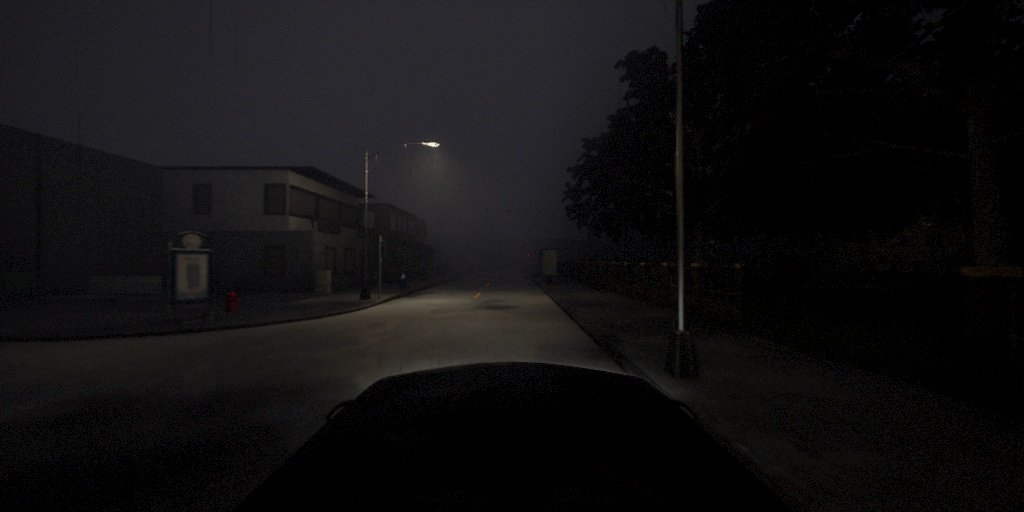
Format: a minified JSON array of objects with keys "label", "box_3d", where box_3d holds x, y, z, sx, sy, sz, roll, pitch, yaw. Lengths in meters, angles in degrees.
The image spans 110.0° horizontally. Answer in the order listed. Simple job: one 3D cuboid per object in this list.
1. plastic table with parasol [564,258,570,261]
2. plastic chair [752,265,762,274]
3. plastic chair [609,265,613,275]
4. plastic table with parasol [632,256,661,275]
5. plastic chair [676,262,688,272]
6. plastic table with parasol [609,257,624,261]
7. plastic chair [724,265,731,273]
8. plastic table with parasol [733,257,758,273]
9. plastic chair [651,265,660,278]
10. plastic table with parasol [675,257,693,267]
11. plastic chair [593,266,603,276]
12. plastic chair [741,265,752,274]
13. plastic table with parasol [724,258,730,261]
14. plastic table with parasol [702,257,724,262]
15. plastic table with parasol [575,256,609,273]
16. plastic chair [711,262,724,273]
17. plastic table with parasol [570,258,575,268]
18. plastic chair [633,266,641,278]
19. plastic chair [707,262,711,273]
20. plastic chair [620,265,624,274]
[{"label":"plastic table with parasol","box_3d":[9.671,1.492,58.242,2.482,2.480,2.482,0,0,-40]},{"label":"plastic chair","box_3d":[34.265,1.986,49.907,0.750,1.272,0.730,0,0,-40]},{"label":"plastic chair","box_3d":[13.707,1.940,49.160,0.730,1.272,0.750,0,0,-35]},{"label":"plastic table with parasol","box_3d":[15.283,1.232,41.835,2.482,2.480,2.482,0,0,-40]},{"label":"plastic chair","box_3d":[27.237,2.013,57.344,0.730,1.272,0.750,0,0,-32]},{"label":"plastic table with parasol","box_3d":[14.659,1.320,50.048,2.482,2.480,2.482,0,0,-42]},{"label":"plastic chair","box_3d":[33.034,2.061,55.677,0.750,1.272,0.730,0,0,-40]},{"label":"plastic table with parasol","box_3d":[33.532,1.396,50.906,2.482,2.480,2.482,0,0,-40]},{"label":"plastic chair","box_3d":[16.016,1.821,40.836,0.750,1.272,0.730,0,0,-40]},{"label":"plastic table with parasol","box_3d":[28.250,1.390,58.290,2.482,2.480,2.482,0,0,-38]},{"label":"plastic chair","box_3d":[10.695,1.871,43.575,0.750,1.272,0.730,0,0,-40]},{"label":"plastic chair","box_3d":[32.558,1.987,50.004,0.730,1.272,0.750,0,0,-35]},{"label":"plastic table with parasol","box_3d":[32.301,1.441,56.677,2.482,2.480,2.482,0,0,-40]},{"label":"plastic table with parasol","box_3d":[28.713,1.354,52.360,2.482,2.480,2.482,0,0,-38]},{"label":"plastic table with parasol","box_3d":[9.963,1.258,44.572,2.482,2.480,2.482,0,0,-40]},{"label":"plastic chair","box_3d":[29.534,1.935,51.515,0.750,1.272,0.730,0,0,-44]},{"label":"plastic table with parasol","box_3d":[10.671,1.391,53.013,2.482,2.480,2.482,0,0,-40]},{"label":"plastic chair","box_3d":[14.309,1.831,40.933,0.730,1.272,0.750,0,0,-35]},{"label":"plastic chair","box_3d":[27.818,1.927,51.657,0.730,1.272,0.750,0,0,-38]},{"label":"plastic chair","box_3d":[15.415,1.928,49.066,0.750,1.272,0.730,0,0,-40]}]
